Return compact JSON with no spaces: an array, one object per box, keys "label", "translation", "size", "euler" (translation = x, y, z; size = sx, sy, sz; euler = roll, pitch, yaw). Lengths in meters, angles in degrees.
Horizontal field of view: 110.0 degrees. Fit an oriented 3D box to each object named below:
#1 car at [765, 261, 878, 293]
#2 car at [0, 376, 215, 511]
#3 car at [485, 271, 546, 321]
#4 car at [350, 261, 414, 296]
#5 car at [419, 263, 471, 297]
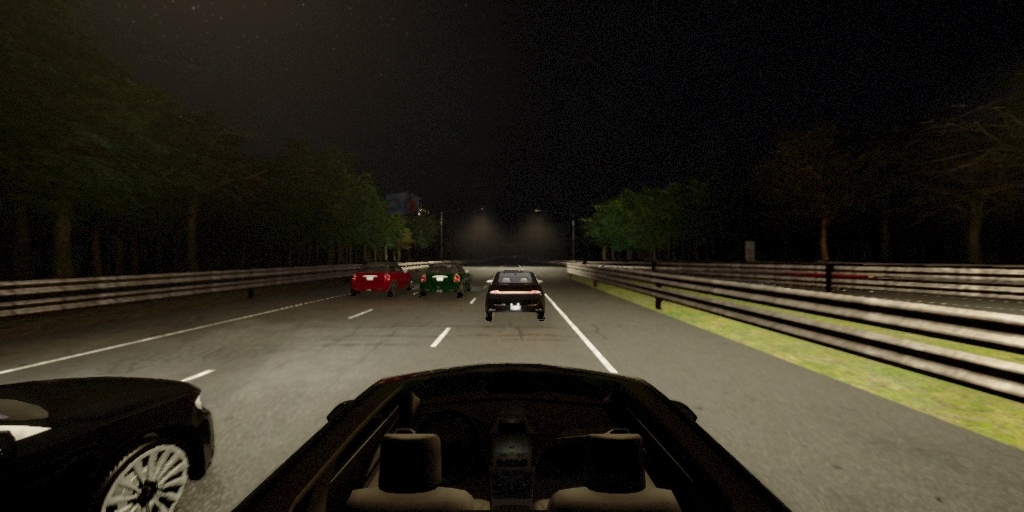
[{"label":"car","translation":[15.766,1.008,18.634],"size":[2.163,1.488,4.792],"euler":[0,0,-16]},{"label":"car","translation":[-3.400,1.241,0.988],"size":[2.128,1.511,4.902],"euler":[0,0,0]},{"label":"car","translation":[0.100,1.254,12.572],"size":[2.128,1.511,4.902],"euler":[0,0,0]},{"label":"car","translation":[-6.899,1.129,19.551],"size":[2.097,1.767,4.553],"euler":[0,0,0]},{"label":"car","translation":[-3.399,1.128,19.044],"size":[2.097,1.767,4.553],"euler":[0,0,0]}]
